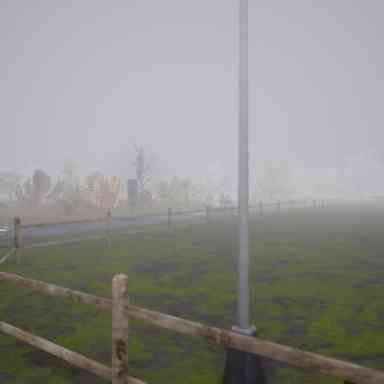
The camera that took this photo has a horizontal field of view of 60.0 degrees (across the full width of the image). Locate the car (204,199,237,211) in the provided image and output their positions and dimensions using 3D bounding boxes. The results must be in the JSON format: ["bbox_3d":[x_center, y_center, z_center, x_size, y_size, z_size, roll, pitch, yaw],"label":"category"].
[{"bbox_3d":[3.462,1.529,39.558,1.895,1.301,4.718,0,0,36],"label":"car"}]
